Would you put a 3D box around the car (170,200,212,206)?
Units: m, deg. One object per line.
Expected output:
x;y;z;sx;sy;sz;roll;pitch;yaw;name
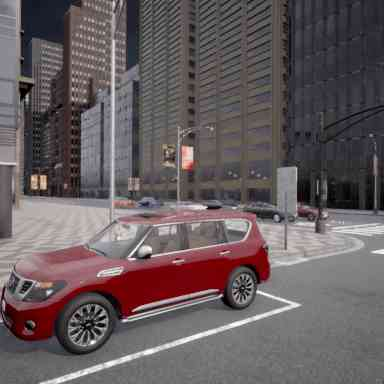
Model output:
-0.393;1.669;35.192;1.895;1.301;4.718;1;-1;-36;car

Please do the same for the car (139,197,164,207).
-5.858;1.500;48.382;2.097;1.767;4.553;1;-1;-35;car

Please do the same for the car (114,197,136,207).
-9.862;1.484;48.401;2.097;1.767;4.553;1;0;-35;car

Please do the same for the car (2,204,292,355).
-0.672;1.315;6.290;5.009;1.841;2.192;0;0;-36;car

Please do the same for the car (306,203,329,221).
9.032;1.574;27.666;1.812;1.442;4.674;1;-1;-36;car

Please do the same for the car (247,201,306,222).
6.108;1.530;26.166;1.837;1.490;4.892;1;0;-36;car

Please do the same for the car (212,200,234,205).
2.977;1.580;36.071;2.128;1.511;4.902;1;-1;-36;car
